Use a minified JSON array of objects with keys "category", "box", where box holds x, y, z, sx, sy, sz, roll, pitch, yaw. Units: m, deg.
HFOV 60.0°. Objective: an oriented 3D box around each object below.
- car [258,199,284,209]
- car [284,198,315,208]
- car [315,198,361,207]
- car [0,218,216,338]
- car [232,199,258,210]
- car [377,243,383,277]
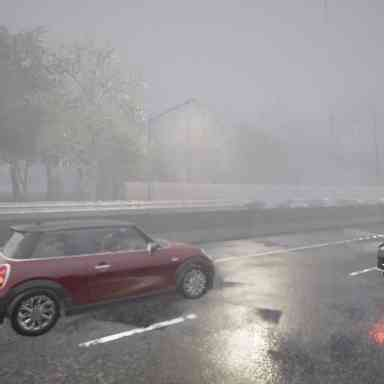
[{"category":"car","box":[10.015,1.569,36.906,4.892,1.490,1.837,0,0,-35]},{"category":"car","box":[11.996,1.416,34.020,4.553,1.767,2.097,0,0,-35]},{"category":"car","box":[14.047,1.416,31.185,4.553,1.767,2.097,0,0,-35]},{"category":"car","box":[-1.670,1.356,6.876,4.553,1.767,2.097,0,0,-35]},{"category":"car","box":[6.848,1.538,38.735,5.008,1.535,1.882,0,0,-37]},{"category":"car","box":[6.606,1.512,8.457,4.902,1.511,2.128,0,0,-35]}]
